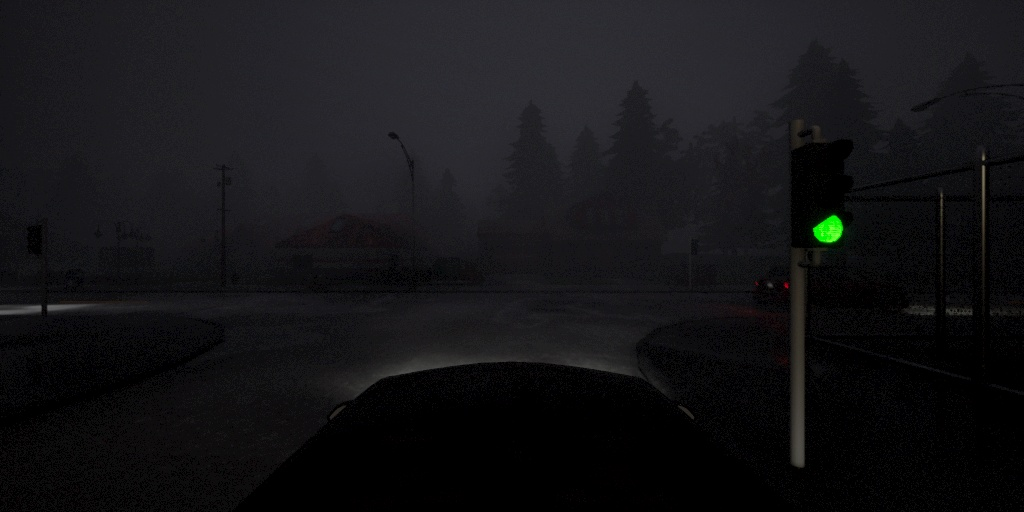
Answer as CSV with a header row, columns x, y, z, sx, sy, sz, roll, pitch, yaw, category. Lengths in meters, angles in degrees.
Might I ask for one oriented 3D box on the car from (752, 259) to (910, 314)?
x,y,z,sx,sy,sz,roll,pitch,yaw,category
11.701,1.108,13.311,4.553,1.767,2.097,0,0,0,car
